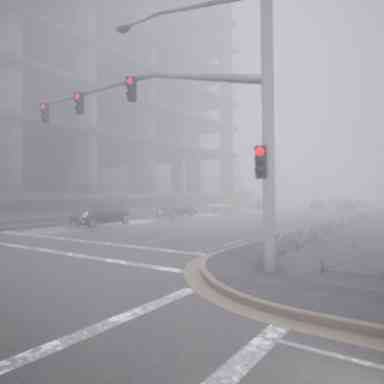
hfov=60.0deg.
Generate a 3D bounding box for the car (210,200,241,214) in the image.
[{"bbox_3d":[4.007,1.672,39.355,1.882,1.535,5.008,-1,-1,36],"label":"car"}]

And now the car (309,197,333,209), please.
[{"bbox_3d":[17.719,1.669,46.272,1.994,1.385,4.181,-1,-1,35],"label":"car"}]

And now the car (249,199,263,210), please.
[{"bbox_3d":[9.867,1.721,47.572,1.812,1.442,4.674,-1,-1,36],"label":"car"}]

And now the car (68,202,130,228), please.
[{"bbox_3d":[-6.705,1.545,24.243,2.097,1.767,4.553,-1,-1,36],"label":"car"}]

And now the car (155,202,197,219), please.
[{"bbox_3d":[-1.441,1.685,31.667,2.128,1.511,4.902,-1,-1,35],"label":"car"}]

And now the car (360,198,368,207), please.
[{"bbox_3d":[26.678,1.626,52.875,1.994,1.385,4.181,-1,-1,35],"label":"car"}]

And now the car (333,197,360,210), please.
[{"bbox_3d":[20.704,1.624,44.433,1.994,1.385,4.181,-1,0,35],"label":"car"}]

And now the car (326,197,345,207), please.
[{"bbox_3d":[23.462,1.584,54.390,1.882,1.535,5.008,-1,-1,35],"label":"car"}]
